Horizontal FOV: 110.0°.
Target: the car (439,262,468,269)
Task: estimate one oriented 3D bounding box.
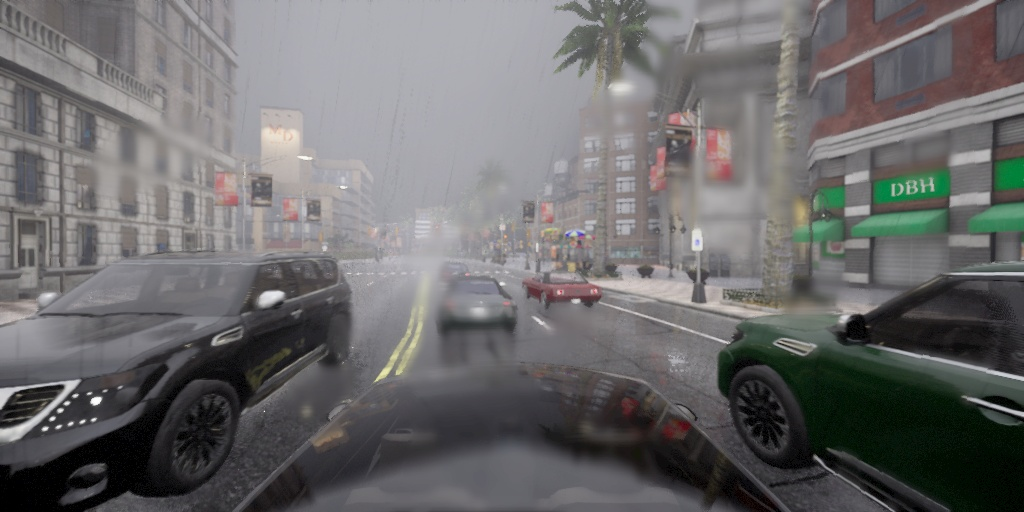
[{"bbox_3d":[-3.634,1.095,22.876,2.033,1.411,5.357,0,1,-12],"label":"car"}]

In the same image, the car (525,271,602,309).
[{"bbox_3d":[1.758,1.230,14.391,1.895,1.301,4.718,0,1,-12],"label":"car"}]

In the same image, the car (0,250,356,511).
[{"bbox_3d":[-3.881,0.942,4.722,2.150,2.045,5.566,0,1,-6],"label":"car"}]

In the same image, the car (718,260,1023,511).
[{"bbox_3d":[3.484,0.970,1.712,2.150,2.045,5.566,0,0,-2],"label":"car"}]

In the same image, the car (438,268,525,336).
[{"bbox_3d":[-1.069,1.232,10.239,1.994,1.385,4.181,0,1,-9],"label":"car"}]
